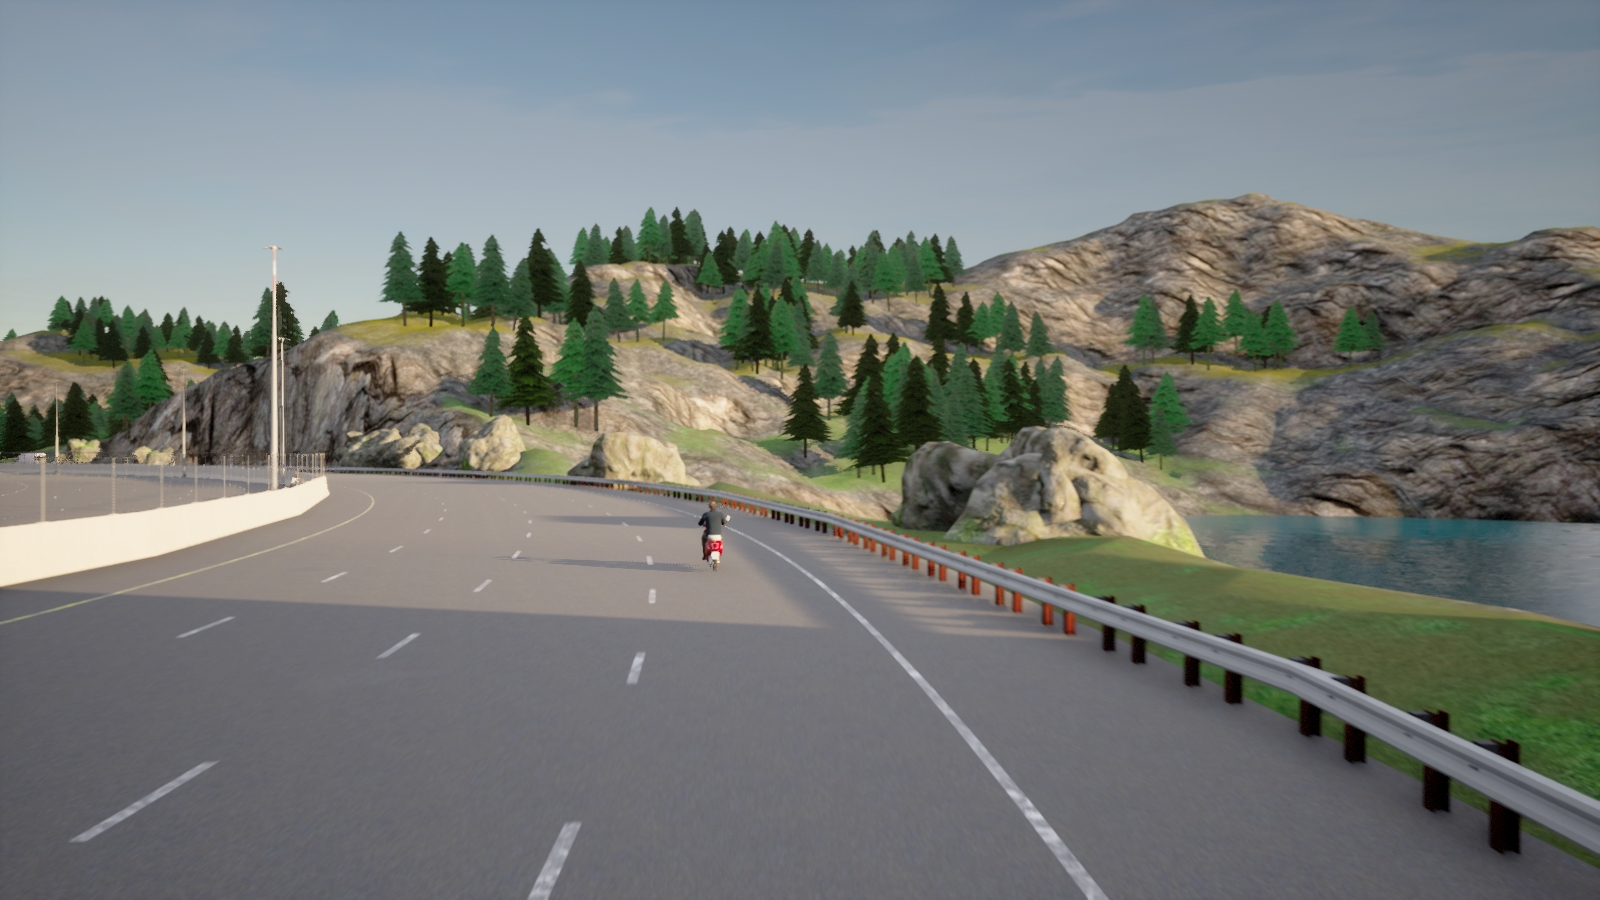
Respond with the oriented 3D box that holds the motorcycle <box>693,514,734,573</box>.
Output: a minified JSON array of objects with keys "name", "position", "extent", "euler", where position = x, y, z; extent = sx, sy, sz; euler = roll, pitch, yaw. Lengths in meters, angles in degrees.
[{"name":"motorcycle","position":[-2.068,2.197,27.115],"extent":[0.856,1.236,1.805],"euler":[0,0,-8]}]

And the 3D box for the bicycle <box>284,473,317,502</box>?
[{"name":"bicycle","position":[-28.132,2.109,64.369],"extent":[1.643,1.514,0.373],"euler":[-2,-3,-18]}]
